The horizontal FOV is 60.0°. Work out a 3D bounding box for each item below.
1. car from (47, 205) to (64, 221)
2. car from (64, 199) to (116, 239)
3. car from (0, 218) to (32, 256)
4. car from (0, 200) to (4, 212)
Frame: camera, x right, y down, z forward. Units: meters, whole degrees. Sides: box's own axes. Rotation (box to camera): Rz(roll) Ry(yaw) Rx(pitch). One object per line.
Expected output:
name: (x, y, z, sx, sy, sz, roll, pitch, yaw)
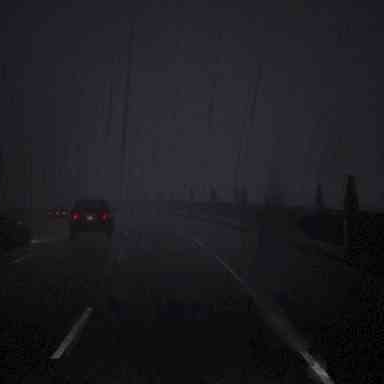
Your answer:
car: (-12.865, 1.974, 32.073, 2.033, 1.411, 5.357, 0, -1, -20)
car: (-5.627, 1.451, 19.176, 2.150, 2.045, 5.566, 0, -1, -12)
car: (-8.259, 1.744, 13.871, 1.994, 1.385, 4.181, 0, -1, -8)
car: (-29.742, 2.343, 49.638, 1.994, 1.385, 4.181, 0, -1, -33)
